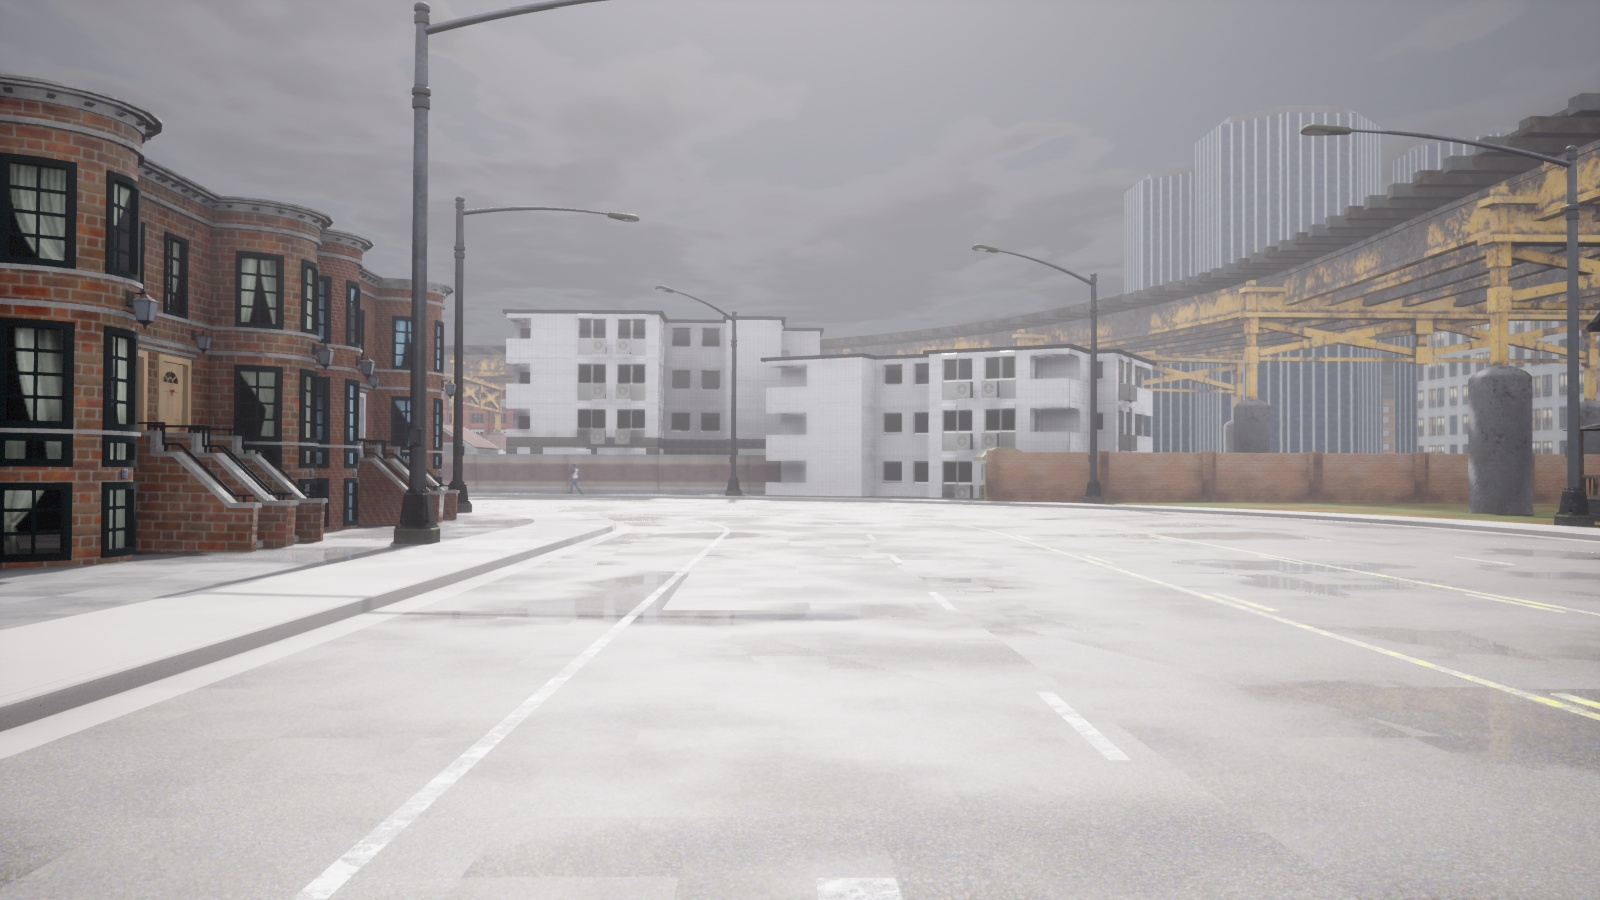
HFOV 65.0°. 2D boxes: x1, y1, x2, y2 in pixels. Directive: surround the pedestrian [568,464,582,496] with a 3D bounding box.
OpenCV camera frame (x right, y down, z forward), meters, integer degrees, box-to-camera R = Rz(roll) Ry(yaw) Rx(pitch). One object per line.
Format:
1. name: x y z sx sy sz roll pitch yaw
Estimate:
1. pedestrian: -12.784 1.715 71.316 0.706 1.836 0.354 0 -1 8
